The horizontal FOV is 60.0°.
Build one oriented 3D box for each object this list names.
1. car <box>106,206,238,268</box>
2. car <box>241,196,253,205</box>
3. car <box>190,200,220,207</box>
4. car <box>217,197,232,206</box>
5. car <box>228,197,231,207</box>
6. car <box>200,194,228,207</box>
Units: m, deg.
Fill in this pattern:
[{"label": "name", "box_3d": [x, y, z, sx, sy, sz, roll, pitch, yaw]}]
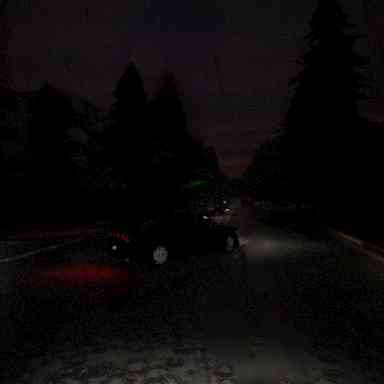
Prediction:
[{"label": "car", "box_3d": [-0.475, 1.501, 11.632, 5.008, 1.535, 1.882, -1, 1, -41]}, {"label": "car", "box_3d": [9.252, 1.396, 55.743, 1.882, 1.535, 5.008, -1, 0, 9]}, {"label": "car", "box_3d": [0.580, 1.557, 24.050, 2.033, 1.411, 5.357, -1, 0, 9]}, {"label": "car", "box_3d": [5.437, 1.515, 54.966, 2.033, 1.411, 5.357, -1, 0, 9]}, {"label": "car", "box_3d": [3.743, 1.334, 44.267, 2.097, 1.767, 4.553, -1, 0, 9]}, {"label": "car", "box_3d": [2.143, 1.217, 34.094, 2.150, 2.045, 5.566, -1, 0, 9]}]
